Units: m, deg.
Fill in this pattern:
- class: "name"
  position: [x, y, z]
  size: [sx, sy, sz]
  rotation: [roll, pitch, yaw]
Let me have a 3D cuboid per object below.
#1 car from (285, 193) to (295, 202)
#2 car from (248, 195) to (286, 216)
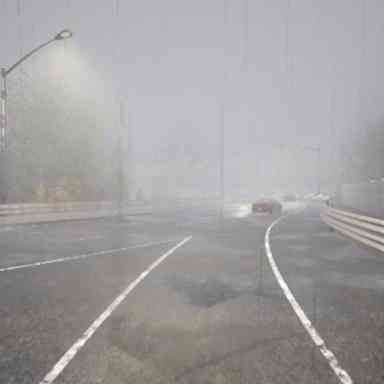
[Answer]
- class: "car"
  position: [18.482, 0.984, 63.659]
  size: [2.097, 1.767, 4.553]
  rotation: [0, 1, 11]
- class: "car"
  position: [7.031, 1.299, 31.036]
  size: [1.882, 1.535, 5.008]
  rotation: [1, 1, 27]
